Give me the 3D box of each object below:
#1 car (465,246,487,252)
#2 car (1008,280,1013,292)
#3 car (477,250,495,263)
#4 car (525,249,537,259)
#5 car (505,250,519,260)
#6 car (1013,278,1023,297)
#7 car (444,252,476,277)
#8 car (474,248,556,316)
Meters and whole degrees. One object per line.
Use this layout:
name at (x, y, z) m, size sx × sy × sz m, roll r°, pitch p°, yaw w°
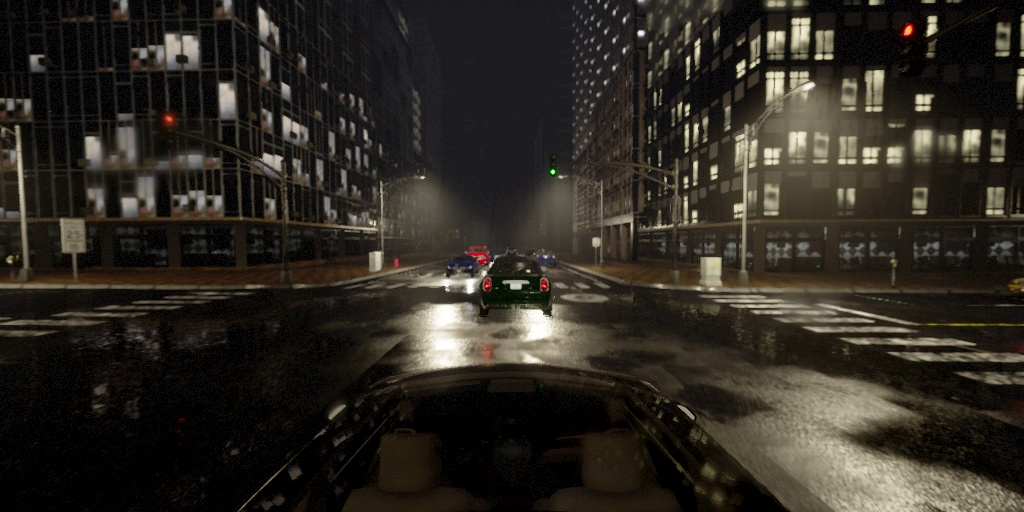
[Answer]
car at (-3.356, 0.064, 35.348) m, size 2.150 × 2.045 × 5.566 m, roll 0°, pitch 2°, yaw 0°
car at (21.796, 0.945, 13.447) m, size 4.829 × 1.417 × 1.751 m, roll 0°, pitch 0°, yaw 1°
car at (-3.282, 0.043, 45.824) m, size 1.882 × 1.535 × 5.008 m, roll 0°, pitch 2°, yaw 0°
car at (3.266, -0.375, 61.992) m, size 1.812 × 1.442 × 4.674 m, roll 0°, pitch 2°, yaw 0°
car at (-0.036, -0.161, 55.482) m, size 2.033 × 1.411 × 5.357 m, roll 0°, pitch 2°, yaw 0°
car at (15.010, 1.121, 7.841) m, size 4.902 × 1.511 × 2.128 m, roll 0°, pitch 2°, yaw 1°
car at (-3.365, 0.637, 25.136) m, size 1.812 × 1.442 × 4.674 m, roll 0°, pitch 1°, yaw 0°
car at (0.100, 0.766, 11.940) m, size 2.097 × 1.767 × 4.553 m, roll 0°, pitch 2°, yaw 0°
